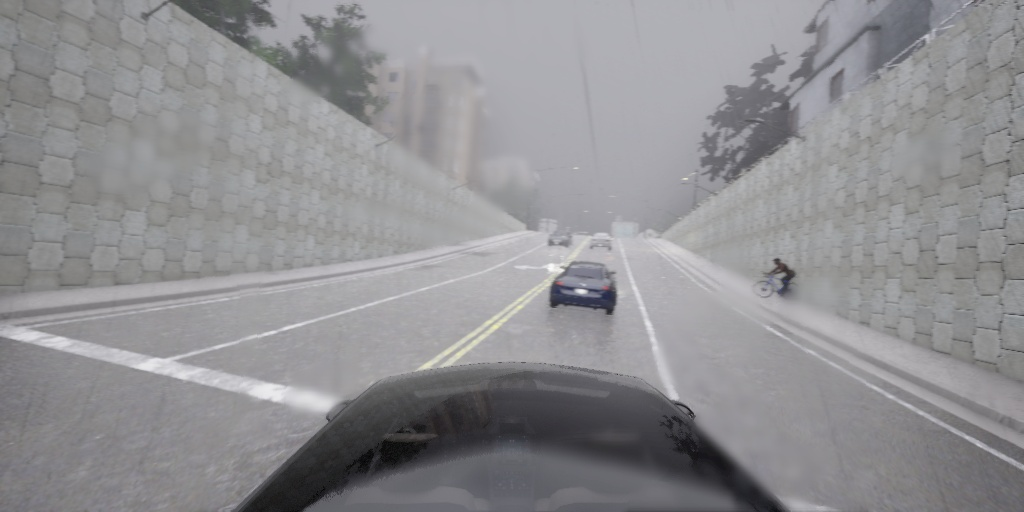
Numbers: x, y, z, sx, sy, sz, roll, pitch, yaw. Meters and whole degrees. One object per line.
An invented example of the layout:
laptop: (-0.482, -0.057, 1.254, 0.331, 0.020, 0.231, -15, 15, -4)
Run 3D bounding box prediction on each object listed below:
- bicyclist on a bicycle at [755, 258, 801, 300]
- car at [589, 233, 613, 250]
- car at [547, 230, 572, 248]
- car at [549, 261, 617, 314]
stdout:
bicyclist on a bicycle: (10.639, 0.918, 14.261, 1.656, 1.620, 0.582, 5, 5, 15)
car: (8.470, -1.479, 33.996, 1.812, 1.442, 4.674, 5, 8, 15)
car: (4.588, -1.661, 33.758, 2.128, 1.511, 4.902, 5, 8, 15)
car: (2.486, 0.866, 12.063, 1.994, 1.385, 4.181, 5, 4, 15)
